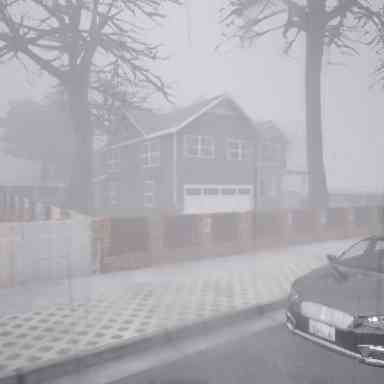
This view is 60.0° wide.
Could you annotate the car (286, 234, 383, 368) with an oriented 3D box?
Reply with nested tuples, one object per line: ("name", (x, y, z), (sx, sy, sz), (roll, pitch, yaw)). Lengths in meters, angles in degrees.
("car", (3.656, 1.508, 5.678), (4.902, 1.511, 2.128), (0, 0, -35))
